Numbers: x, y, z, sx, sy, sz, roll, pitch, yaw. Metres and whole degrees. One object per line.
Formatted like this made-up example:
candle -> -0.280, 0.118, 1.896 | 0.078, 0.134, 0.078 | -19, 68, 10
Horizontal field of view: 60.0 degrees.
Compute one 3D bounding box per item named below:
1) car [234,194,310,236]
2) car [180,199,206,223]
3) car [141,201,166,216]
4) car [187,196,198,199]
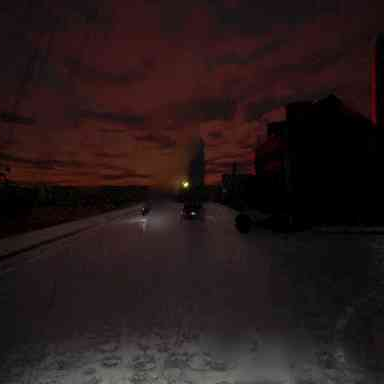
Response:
car -> 4.161, 1.131, 17.501 | 1.905, 1.878, 3.866 | -8, 3, -42
car -> 0.094, 1.528, 25.391 | 2.033, 1.411, 5.357 | 0, 0, 0
car -> -3.602, 1.577, 31.565 | 1.895, 1.301, 4.718 | 0, 0, 0
car -> 0.090, 1.319, 43.015 | 2.097, 1.767, 4.553 | 0, 0, 0
